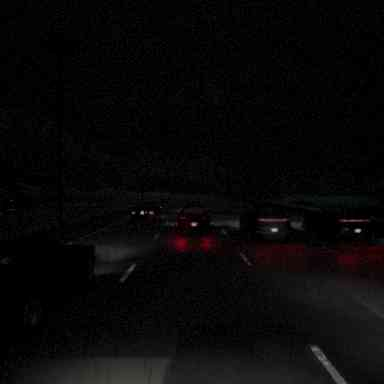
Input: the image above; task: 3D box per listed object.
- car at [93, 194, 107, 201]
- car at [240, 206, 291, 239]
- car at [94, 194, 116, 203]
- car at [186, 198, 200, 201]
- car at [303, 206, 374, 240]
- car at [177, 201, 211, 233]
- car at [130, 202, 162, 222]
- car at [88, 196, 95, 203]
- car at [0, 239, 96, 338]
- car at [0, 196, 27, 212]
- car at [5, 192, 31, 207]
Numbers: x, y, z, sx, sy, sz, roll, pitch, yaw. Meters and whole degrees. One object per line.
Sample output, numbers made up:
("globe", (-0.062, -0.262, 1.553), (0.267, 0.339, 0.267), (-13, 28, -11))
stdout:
("car", (-20.985, 1.244, 76.241), (1.837, 1.490, 4.892), (0, 0, 0))
("car", (3.603, 1.439, 16.937), (2.128, 1.511, 4.902), (0, 0, 0))
("car", (-14.040, 1.436, 54.741), (1.895, 1.301, 4.718), (0, 0, 1))
("car", (0.108, 1.364, 37.170), (1.882, 1.535, 5.008), (0, 0, 0))
("car", (7.104, 1.439, 16.660), (2.128, 1.511, 4.902), (0, 0, 0))
("car", (0.105, 1.466, 19.267), (1.812, 1.442, 4.674), (0, 0, 0))
("car", (-3.394, 1.471, 25.212), (2.033, 1.411, 5.357), (0, 0, 0))
("car", (-17.510, 1.379, 60.826), (1.994, 1.385, 4.181), (0, 0, 1))
("car", (-3.399, 1.581, 6.569), (1.895, 1.301, 4.718), (0, 0, 0))
("car", (-21.084, 1.437, 37.259), (2.033, 1.411, 5.357), (0, 0, 0))
("car", (-24.562, 1.084, 46.150), (2.150, 2.045, 5.566), (0, 0, 0))
